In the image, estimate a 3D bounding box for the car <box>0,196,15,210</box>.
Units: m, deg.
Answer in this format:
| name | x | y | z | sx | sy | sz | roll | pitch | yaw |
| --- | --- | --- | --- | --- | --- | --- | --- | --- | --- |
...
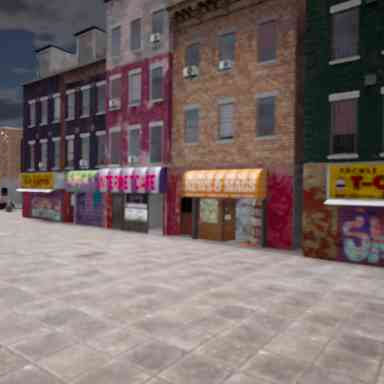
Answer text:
| name | x | y | z | sx | sy | sz | roll | pitch | yaw |
| --- | --- | --- | --- | --- | --- | --- | --- | --- | --- |
| car | -20.881 | 1.119 | 34.642 | 1.967 | 1.590 | 4.097 | 0 | -1 | 36 |
